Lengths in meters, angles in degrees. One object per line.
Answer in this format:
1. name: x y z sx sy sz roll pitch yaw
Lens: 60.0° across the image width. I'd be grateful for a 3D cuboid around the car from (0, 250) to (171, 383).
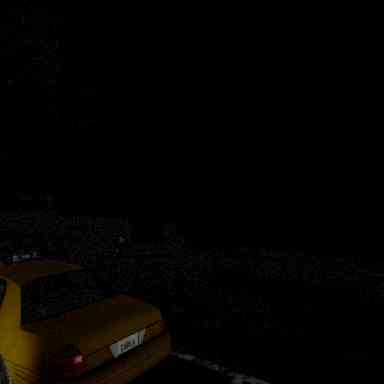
1. car: -2.536 1.525 4.766 4.829 1.417 1.752 0 0 35
